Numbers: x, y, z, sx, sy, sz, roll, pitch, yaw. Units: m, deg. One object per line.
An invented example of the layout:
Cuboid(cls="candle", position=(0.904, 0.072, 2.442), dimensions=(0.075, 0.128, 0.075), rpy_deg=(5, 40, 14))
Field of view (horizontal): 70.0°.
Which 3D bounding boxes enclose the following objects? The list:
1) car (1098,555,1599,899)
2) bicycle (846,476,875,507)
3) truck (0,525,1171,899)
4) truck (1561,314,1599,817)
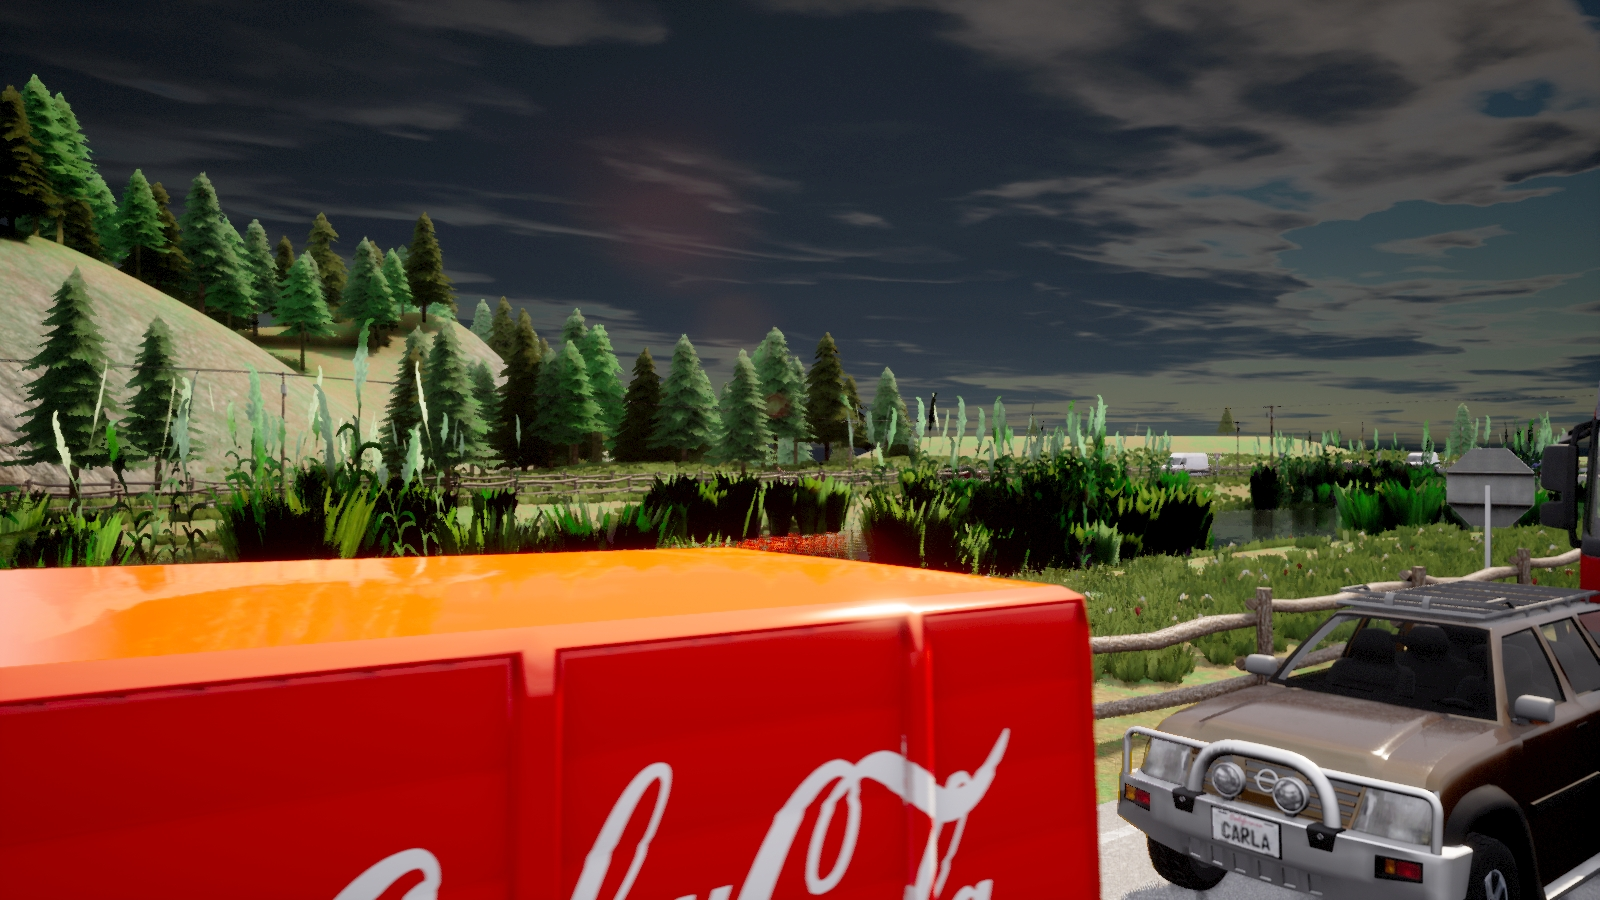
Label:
Cuboid(cls="car", position=(4.216, 1.830, 7.618), dimensions=(4.605, 1.855, 1.932), rpy_deg=(0, 0, -39))
Cuboid(cls="bicycle", position=(2.994, 2.028, 56.109), dimensions=(1.643, 1.496, 0.373), rpy_deg=(0, 0, -42))
Cuboid(cls="truck", position=(-1.749, 1.548, 2.858), dimensions=(5.204, 2.467, 2.627), rpy_deg=(1, -1, -38))
Cuboid(cls="truck", position=(9.825, 0.861, 11.017), dimensions=(2.891, 3.827, 8.468), rpy_deg=(0, 1, 42))
